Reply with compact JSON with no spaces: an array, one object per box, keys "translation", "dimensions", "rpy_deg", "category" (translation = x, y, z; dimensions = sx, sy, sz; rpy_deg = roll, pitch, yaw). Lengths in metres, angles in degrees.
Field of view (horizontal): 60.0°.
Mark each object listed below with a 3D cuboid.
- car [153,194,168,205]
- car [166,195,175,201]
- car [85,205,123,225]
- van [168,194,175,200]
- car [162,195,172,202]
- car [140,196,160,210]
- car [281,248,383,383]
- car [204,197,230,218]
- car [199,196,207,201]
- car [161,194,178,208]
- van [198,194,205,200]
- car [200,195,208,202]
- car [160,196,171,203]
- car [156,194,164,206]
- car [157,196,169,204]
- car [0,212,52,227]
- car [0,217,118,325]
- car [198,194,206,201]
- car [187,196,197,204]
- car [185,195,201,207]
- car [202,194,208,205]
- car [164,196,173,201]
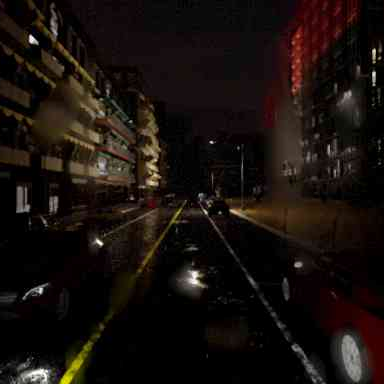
[{"translation":[-5.697,1.313,60.418],"dimensions":[2.192,1.841,5.009],"rpy_deg":[0,0,0],"category":"car"},{"translation":[-5.696,1.570,88.051],"dimensions":[1.887,1.381,4.507],"rpy_deg":[0,0,0],"category":"car"},{"translation":[-5.695,1.513,21.562],"dimensions":[1.752,1.417,4.829],"rpy_deg":[0,0,0],"category":"car"},{"translation":[-5.697,1.374,93.578],"dimensions":[1.690,1.788,3.998],"rpy_deg":[0,0,0],"category":"van"},{"translation":[-5.696,1.452,76.997],"dimensions":[1.967,1.590,4.097],"rpy_deg":[0,0,0],"category":"car"},{"translation":[-5.695,1.535,43.838],"dimensions":[1.887,1.381,4.507],"rpy_deg":[0,0,0],"category":"car"},{"translation":[2.685,1.541,5.152],"dimensions":[1.887,1.381,4.507],"rpy_deg":[0,0,0],"category":"car"},{"translation":[2.355,1.491,30.255],"dimensions":[1.837,1.490,4.892],"rpy_deg":[0,0,0],"category":"car"},{"translation":[2.685,1.584,82.524],"dimensions":[1.947,1.339,4.313],"rpy_deg":[0,0,0],"category":"car"},{"translation":[-3.081,1.495,48.724],"dimensions":[1.837,1.490,4.892],"rpy_deg":[0,0,0],"category":"car"},{"translation":[2.683,1.374,93.579],"dimensions":[1.690,1.788,3.998],"rpy_deg":[0,0,0],"category":"van"},{"translation":[2.685,1.537,77.167],"dimensions":[1.752,1.417,4.829],"rpy_deg":[0,0,0],"category":"car"},{"translation":[-5.695,1.557,71.472],"dimensions":[2.008,1.369,4.403],"rpy_deg":[0,0,0],"category":"car"},{"translation":[-5.696,1.520,54.722],"dimensions":[1.752,1.417,4.829],"rpy_deg":[0,0,0],"category":"car"},{"translation":[-5.695,1.552,65.945],"dimensions":[2.008,1.369,4.403],"rpy_deg":[0,0,0],"category":"car"},{"translation":[-5.696,1.433,10.678],"dimensions":[1.967,1.590,4.097],"rpy_deg":[0,0,0],"category":"car"},{"translation":[-3.101,1.521,7.238],"dimensions":[1.812,1.442,4.674],"rpy_deg":[0,0,0],"category":"car"},{"translation":[2.684,1.465,88.051],"dimensions":[1.967,1.590,4.097],"rpy_deg":[0,0,0],"category":"car"},{"translation":[0.003,1.505,65.029],"dimensions":[1.837,1.490,4.892],"rpy_deg":[0,0,0],"category":"car"},{"translation":[0.003,1.518,50.084],"dimensions":[1.812,1.442,4.674],"rpy_deg":[0,0,0],"category":"car"},{"translation":[2.684,1.430,43.837],"dimensions":[1.967,1.590,4.097],"rpy_deg":[0,0,0],"category":"car"},{"translation":[-5.695,1.584,82.524],"dimensions":[1.947,1.339,4.313],"rpy_deg":[0,0,0],"category":"car"}]
